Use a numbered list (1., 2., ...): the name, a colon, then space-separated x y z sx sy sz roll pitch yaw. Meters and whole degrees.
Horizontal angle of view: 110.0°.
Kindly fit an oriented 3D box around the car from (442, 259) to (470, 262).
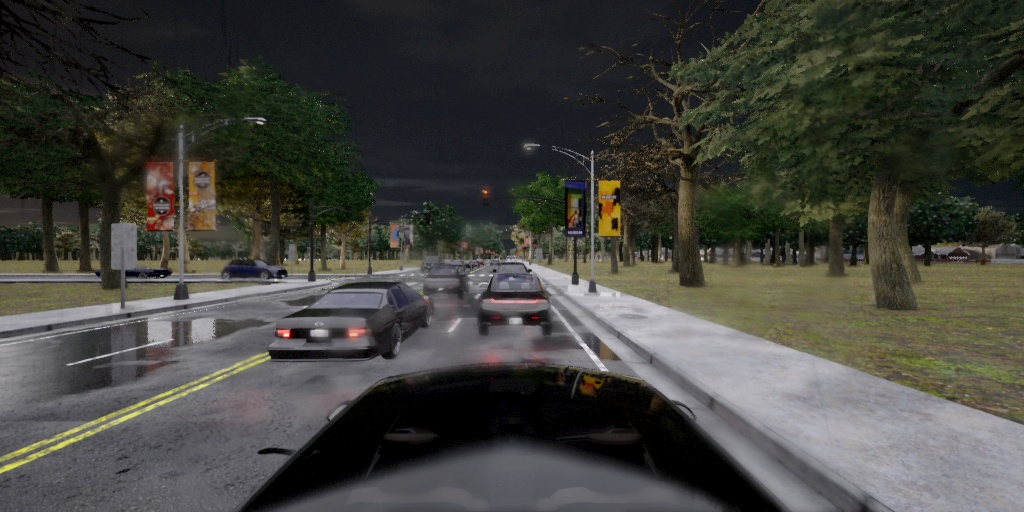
1. car: -6.712 1.313 43.673 2.033 1.411 5.357 0 0 0

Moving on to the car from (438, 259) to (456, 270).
1. car: -9.986 1.253 55.444 1.882 1.535 5.008 0 0 0

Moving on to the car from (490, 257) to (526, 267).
1. car: 0.015 1.106 19.394 2.097 1.767 4.553 0 0 0

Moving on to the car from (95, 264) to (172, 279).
1. car: -31.348 1.324 29.840 4.718 1.301 1.895 0 0 0

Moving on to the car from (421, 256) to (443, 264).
1. car: -9.953 0.989 45.458 2.150 2.045 5.566 0 0 0

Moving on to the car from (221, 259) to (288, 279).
1. car: -21.320 1.088 29.877 4.553 1.767 2.097 0 0 -1

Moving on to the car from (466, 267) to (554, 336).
1. car: 0.078 1.243 10.420 2.128 1.511 4.902 0 0 0

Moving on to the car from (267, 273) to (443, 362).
1. car: -3.158 1.298 8.307 2.033 1.411 5.357 0 0 -1

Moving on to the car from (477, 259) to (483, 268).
1. car: -6.729 1.349 63.273 1.994 1.385 4.181 0 0 1

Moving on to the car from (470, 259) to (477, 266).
1. car: -6.734 1.375 53.261 1.895 1.301 4.718 0 0 0

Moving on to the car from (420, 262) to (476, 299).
1. car: -3.183 1.245 18.053 2.128 1.511 4.902 0 0 -2
